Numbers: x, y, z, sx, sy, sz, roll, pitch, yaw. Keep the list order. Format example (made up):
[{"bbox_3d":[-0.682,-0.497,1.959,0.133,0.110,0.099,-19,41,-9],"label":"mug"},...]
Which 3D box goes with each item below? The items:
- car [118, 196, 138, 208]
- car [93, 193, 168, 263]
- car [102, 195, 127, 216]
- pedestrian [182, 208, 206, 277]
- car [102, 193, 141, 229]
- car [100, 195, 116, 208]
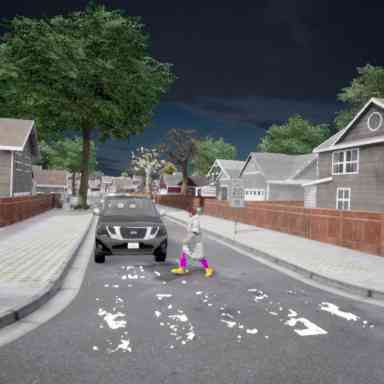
[{"bbox_3d":[-9.255,1.367,47.785,2.128,1.511,4.902,2,0,-18],"label":"car"},{"bbox_3d":[-2.297,1.157,12.047,2.150,2.045,5.566,2,0,-14],"label":"car"},{"bbox_3d":[-7.488,1.224,31.815,2.097,1.767,4.553,2,0,-16],"label":"car"},{"bbox_3d":[0.046,1.286,8.717,0.375,1.860,0.375,1,1,-14],"label":"pedestrian"},{"bbox_3d":[-4.834,1.133,22.101,2.150,2.045,5.566,2,0,-15],"label":"car"},{"bbox_3d":[-11.710,1.268,46.221,1.882,1.535,5.008,2,0,-18],"label":"car"}]
